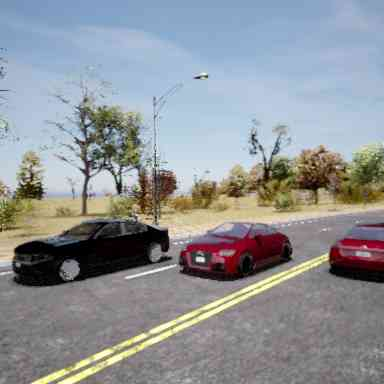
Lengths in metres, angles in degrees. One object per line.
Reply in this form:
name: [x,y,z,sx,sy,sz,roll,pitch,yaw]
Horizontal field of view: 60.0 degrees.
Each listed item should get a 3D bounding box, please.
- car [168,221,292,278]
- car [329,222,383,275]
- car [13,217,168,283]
car: [1.509,1.636,10.505,1.994,1.385,4.181,-1,-1,40]
car: [5.787,1.602,10.239,1.994,1.385,4.181,-1,-1,40]
car: [-2.826,1.581,10.380,1.882,1.535,5.008,-1,-1,40]
